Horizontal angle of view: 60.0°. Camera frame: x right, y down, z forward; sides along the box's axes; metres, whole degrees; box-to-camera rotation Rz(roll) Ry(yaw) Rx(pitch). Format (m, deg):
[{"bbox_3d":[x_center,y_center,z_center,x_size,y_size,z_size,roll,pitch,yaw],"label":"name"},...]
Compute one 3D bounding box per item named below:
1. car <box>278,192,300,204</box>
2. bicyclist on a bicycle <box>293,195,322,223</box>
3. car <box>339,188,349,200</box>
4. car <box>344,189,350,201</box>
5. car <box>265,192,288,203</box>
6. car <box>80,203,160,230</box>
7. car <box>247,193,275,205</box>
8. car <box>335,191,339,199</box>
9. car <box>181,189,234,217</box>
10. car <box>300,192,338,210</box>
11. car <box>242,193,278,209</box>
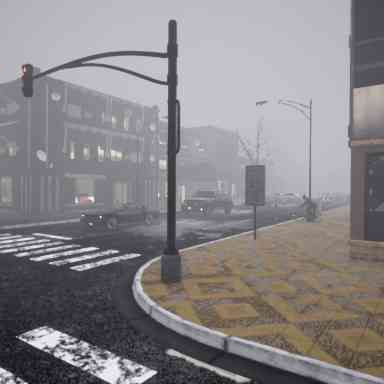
[{"bbox_3d":[12.961,0.771,43.792,1.812,1.442,4.674,1,1,34],"label":"car"},{"bbox_3d":[6.785,1.003,19.589,1.656,1.620,0.582,0,1,35],"label":"bicyclist on a bicycle"},{"bbox_3d":[24.218,0.572,54.545,2.033,1.411,5.357,1,1,36],"label":"car"},{"bbox_3d":[25.417,0.619,51.680,1.887,1.381,4.507,2,2,35],"label":"car"},{"bbox_3d":[12.109,0.767,47.234,1.802,1.307,4.206,2,2,35],"label":"car"},{"bbox_3d":[-4.062,1.334,19.289,1.895,1.301,4.718,1,1,35],"label":"car"},{"bbox_3d":[8.870,0.821,42.612,1.887,1.381,4.507,2,2,35],"label":"car"},{"bbox_3d":[18.538,0.788,46.308,1.895,1.301,4.718,1,1,35],"label":"car"},{"bbox_3d":[1.379,0.798,27.130,2.150,2.045,5.566,1,1,35],"label":"car"},{"bbox_3d":[12.658,0.993,33.059,2.008,1.369,4.403,2,2,35],"label":"car"},{"bbox_3d":[7.088,1.014,35.379,1.895,1.301,4.718,1,1,35],"label":"car"}]
